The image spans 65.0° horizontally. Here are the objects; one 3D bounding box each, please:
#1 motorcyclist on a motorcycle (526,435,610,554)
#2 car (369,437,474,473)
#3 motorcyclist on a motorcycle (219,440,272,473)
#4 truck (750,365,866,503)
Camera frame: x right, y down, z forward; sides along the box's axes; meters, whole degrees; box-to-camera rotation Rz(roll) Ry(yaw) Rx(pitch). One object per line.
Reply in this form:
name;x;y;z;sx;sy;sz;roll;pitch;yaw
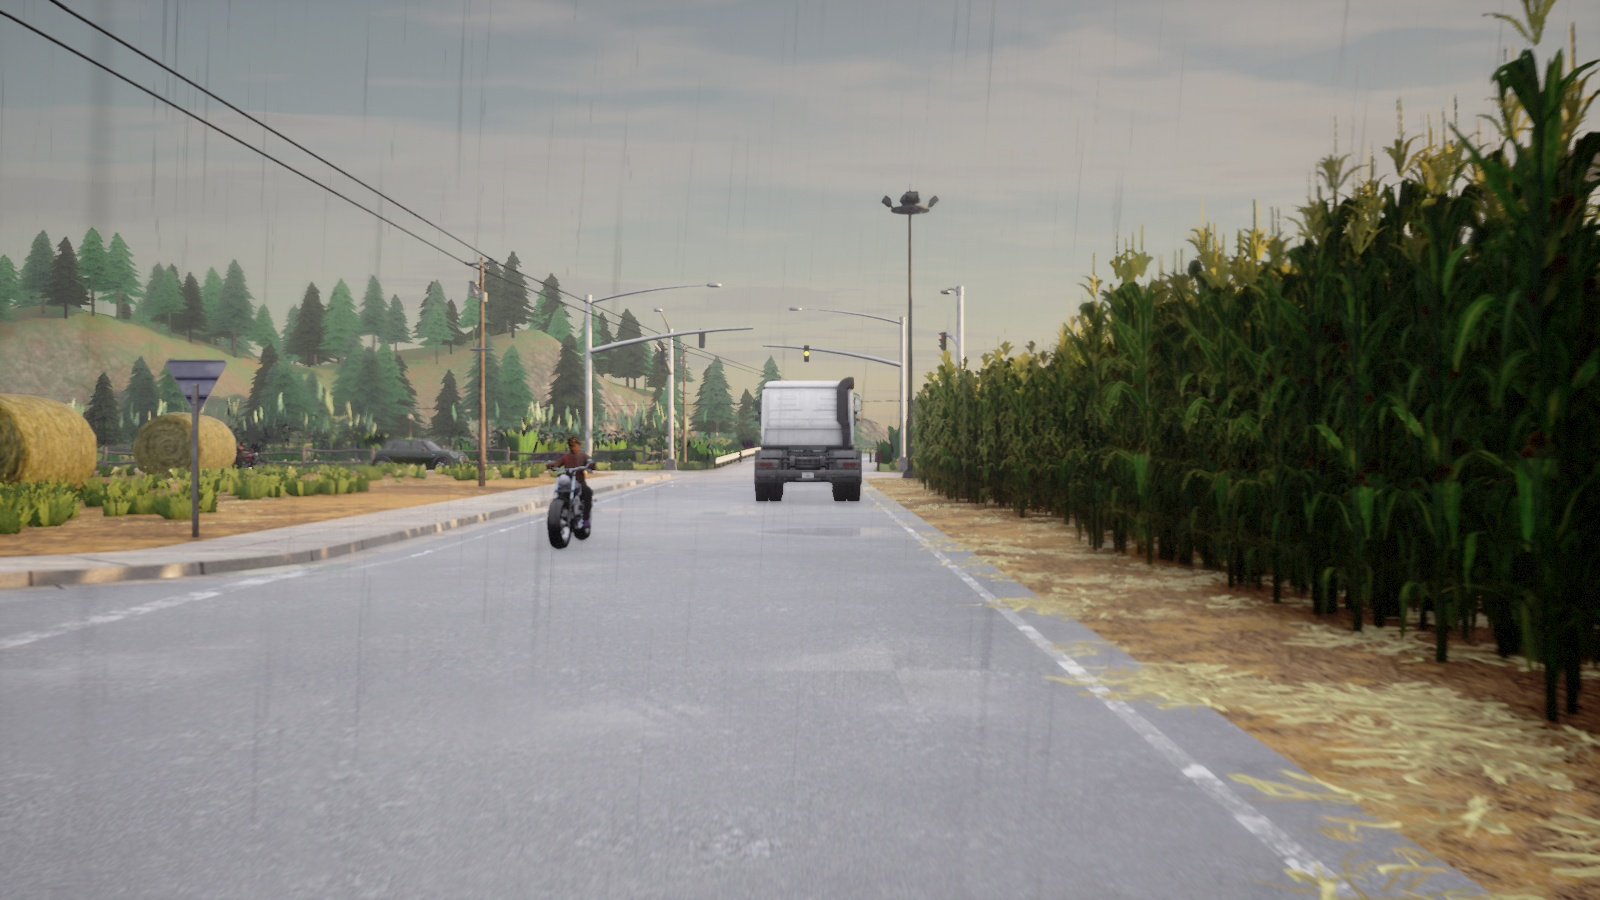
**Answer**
motorcyclist on a motorcycle;-3.394;0.602;18.595;0.766;1.649;2.350;0;0;1
car;-18.689;0.247;62.136;4.553;1.767;2.097;0;0;3
motorcyclist on a motorcycle;-27.666;0.329;62.652;2.350;1.649;0.766;0;0;3
truck;0.217;-0.411;35.447;2.891;3.462;7.936;0;0;0
